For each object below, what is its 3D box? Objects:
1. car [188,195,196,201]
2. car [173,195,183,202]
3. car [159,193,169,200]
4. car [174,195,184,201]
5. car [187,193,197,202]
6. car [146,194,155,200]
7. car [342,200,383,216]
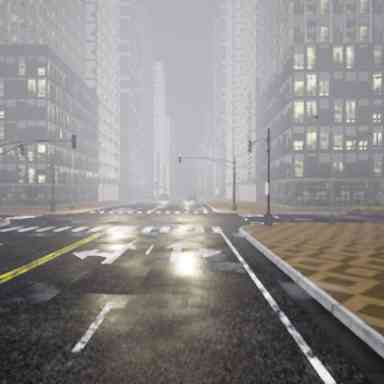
[{"bbox_3d":[-0.035,1.472,85.101,1.994,1.385,4.181,0,0,0],"label":"car"},{"bbox_3d":[-3.281,1.628,74.712,1.895,1.301,4.718,0,0,0],"label":"car"},{"bbox_3d":[-6.533,1.022,78.879,2.097,1.767,4.553,0,0,0],"label":"car"},{"bbox_3d":[-3.285,1.427,84.683,2.128,1.511,4.902,0,0,0],"label":"car"},{"bbox_3d":[-0.031,1.258,74.714,2.150,2.045,5.566,0,0,0],"label":"car"},{"bbox_3d":[-9.783,1.207,78.847,2.033,1.411,5.357,0,0,0],"label":"car"},{"bbox_3d":[17.075,1.508,32.106,4.829,1.417,1.752,0,0,2],"label":"car"}]
